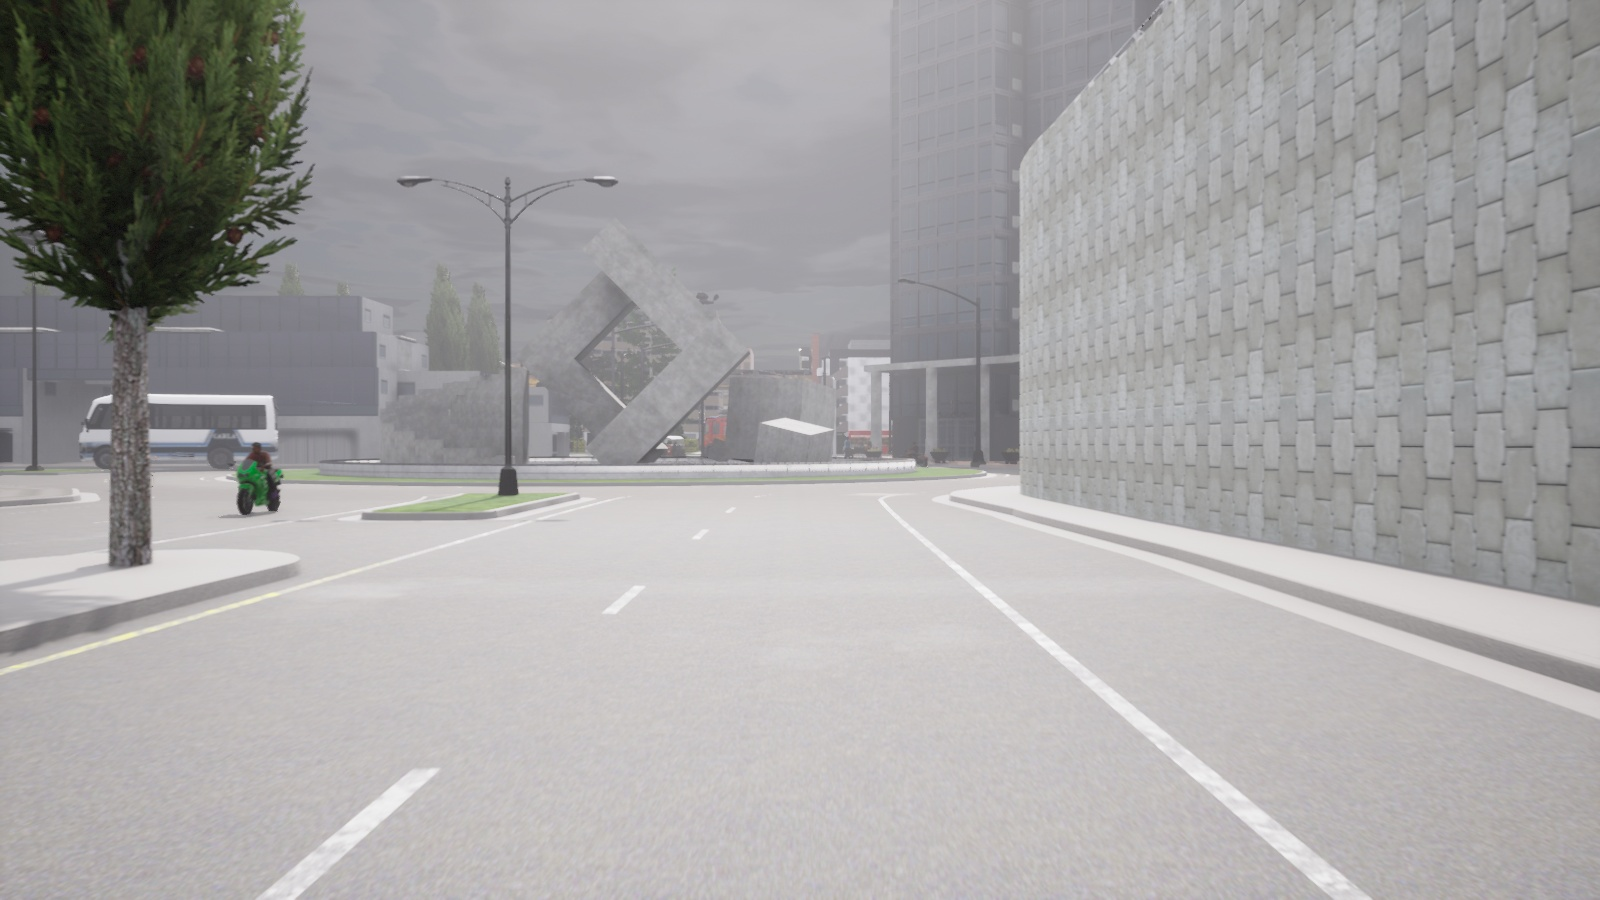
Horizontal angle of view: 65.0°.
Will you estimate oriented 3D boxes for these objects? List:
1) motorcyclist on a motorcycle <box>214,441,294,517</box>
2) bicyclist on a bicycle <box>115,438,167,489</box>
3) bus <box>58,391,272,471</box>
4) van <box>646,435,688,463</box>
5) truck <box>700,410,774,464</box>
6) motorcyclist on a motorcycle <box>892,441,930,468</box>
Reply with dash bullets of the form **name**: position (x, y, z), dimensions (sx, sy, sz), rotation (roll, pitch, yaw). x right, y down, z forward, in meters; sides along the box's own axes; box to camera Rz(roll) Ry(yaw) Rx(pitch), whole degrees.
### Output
- **motorcyclist on a motorcycle**: position (-11.383, 0.571, 26.261), dimensions (0.797, 1.523, 2.044), rotation (0, 0, -1)
- **bicyclist on a bicycle**: position (-21.227, 0.438, 40.463), dimensions (1.509, 1.612, 0.866), rotation (0, 0, 34)
- **bus**: position (-35.452, -1.057, 70.676), dimensions (10.273, 4.253, 3.944), rotation (0, 1, -19)
- **van**: position (-9.892, -0.066, 93.649), dimensions (2.069, 2.038, 4.480), rotation (0, 0, 9)
- **truck**: position (-4.798, -0.952, 94.032), dimensions (2.891, 3.827, 8.468), rotation (0, 0, -22)
- **motorcyclist on a motorcycle**: position (6.830, 0.267, 77.212), dimensions (2.350, 1.649, 0.766), rotation (0, 1, 43)
